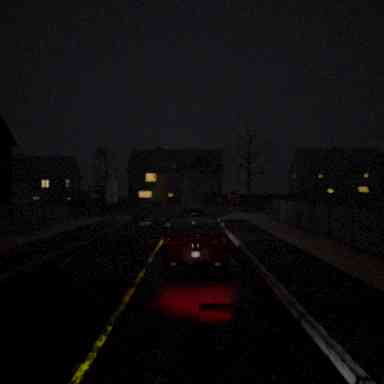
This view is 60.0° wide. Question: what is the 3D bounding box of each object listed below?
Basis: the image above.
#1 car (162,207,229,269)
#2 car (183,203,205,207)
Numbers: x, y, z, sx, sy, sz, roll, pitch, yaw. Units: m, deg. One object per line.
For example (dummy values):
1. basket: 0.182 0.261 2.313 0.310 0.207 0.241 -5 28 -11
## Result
1. car: 0.104 1.465 11.088 1.882 1.535 5.008 0 0 0
2. car: 0.158 1.490 21.654 1.837 1.490 4.892 0 0 2
